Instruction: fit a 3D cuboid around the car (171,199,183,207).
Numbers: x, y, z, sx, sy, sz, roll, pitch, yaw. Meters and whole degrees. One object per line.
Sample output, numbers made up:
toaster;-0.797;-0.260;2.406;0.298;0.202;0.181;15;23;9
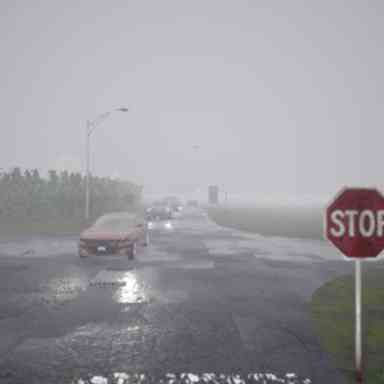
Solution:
car;-2.810;2.014;61.429;1.994;1.385;4.181;0;0;1

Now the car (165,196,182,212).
car;-2.859;1.545;44.084;2.150;2.045;5.566;0;0;0

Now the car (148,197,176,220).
car;-2.870;1.577;30.596;2.097;1.767;4.553;0;0;0

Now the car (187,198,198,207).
car;0.080;1.945;60.087;1.837;1.490;4.892;0;0;0

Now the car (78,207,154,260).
car;-2.842;1.553;12.955;1.882;1.535;5.008;1;-1;0
